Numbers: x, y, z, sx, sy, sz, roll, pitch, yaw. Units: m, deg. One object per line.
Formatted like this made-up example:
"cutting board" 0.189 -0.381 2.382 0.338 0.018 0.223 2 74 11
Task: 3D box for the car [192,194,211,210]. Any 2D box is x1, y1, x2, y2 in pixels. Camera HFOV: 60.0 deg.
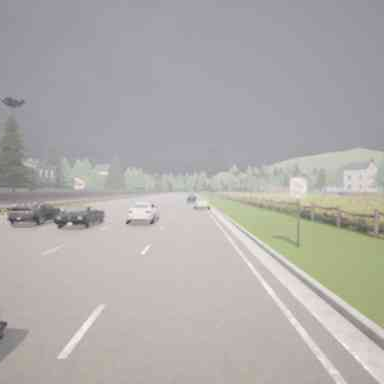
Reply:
"car" 1.212 1.337 40.068 1.812 1.442 4.674 0 0 0

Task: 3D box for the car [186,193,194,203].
"car" -0.020 1.193 60.293 1.882 1.535 5.008 0 0 0

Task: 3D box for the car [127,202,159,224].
"car" -3.421 1.413 23.574 1.812 1.442 4.674 0 0 0

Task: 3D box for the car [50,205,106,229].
"car" -6.905 1.500 21.023 1.895 1.301 4.718 0 0 0

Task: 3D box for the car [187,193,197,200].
"car" -0.025 1.075 75.293 2.128 1.511 4.902 0 0 0

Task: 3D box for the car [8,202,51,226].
"car" -10.408 1.384 22.423 2.128 1.511 4.902 0 0 0

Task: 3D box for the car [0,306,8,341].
"car" -3.399 1.537 1.999 2.033 1.411 5.357 0 0 0
